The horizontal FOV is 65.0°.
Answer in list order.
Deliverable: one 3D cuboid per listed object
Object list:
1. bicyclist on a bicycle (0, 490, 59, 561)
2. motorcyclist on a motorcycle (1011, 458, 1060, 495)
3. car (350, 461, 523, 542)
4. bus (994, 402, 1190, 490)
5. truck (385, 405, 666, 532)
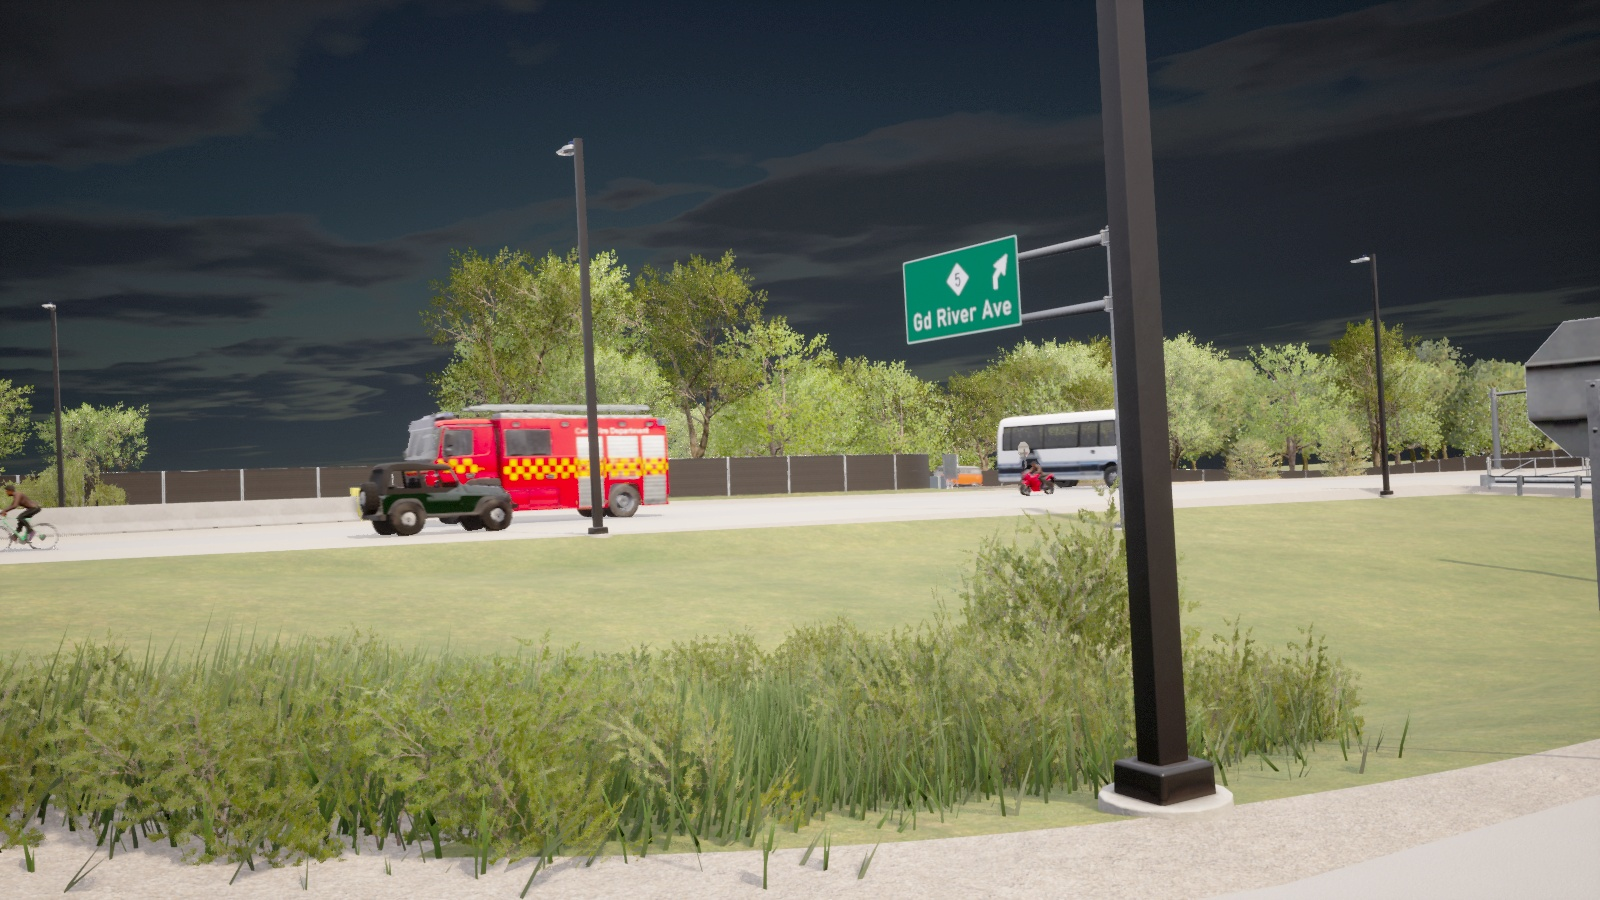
[{"bbox_3d":[-18.912,1.825,30.316,1.656,1.620,0.582,-2,-1,-35],"label":"bicyclist on a bicycle"},{"bbox_3d":[10.280,1.168,54.720,2.044,1.523,0.797,-2,-2,-34],"label":"motorcyclist on a motorcycle"},{"bbox_3d":[-9.425,1.310,32.635,3.866,1.878,1.905,-2,-2,-35],"label":"car"},{"bbox_3d":[15.867,-0.119,69.299,3.944,4.253,10.273,-2,-1,-36],"label":"bus"},{"bbox_3d":[-8.944,0.541,41.523,8.468,3.827,2.891,-2,-2,-35],"label":"truck"}]
